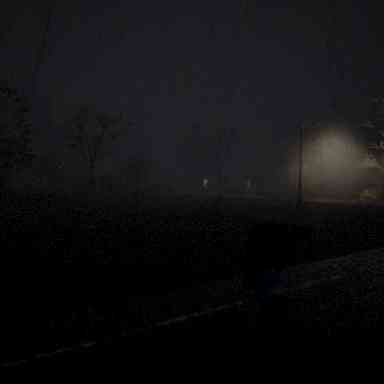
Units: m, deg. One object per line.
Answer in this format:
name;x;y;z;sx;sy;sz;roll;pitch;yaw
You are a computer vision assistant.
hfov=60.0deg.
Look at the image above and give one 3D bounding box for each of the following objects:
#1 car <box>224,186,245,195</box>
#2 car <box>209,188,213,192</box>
car;8.377;-0.333;66.424;2.097;1.767;4.553;0;2;-36
car;2.478;-0.564;74.545;2.033;1.411;5.357;0;2;-36
